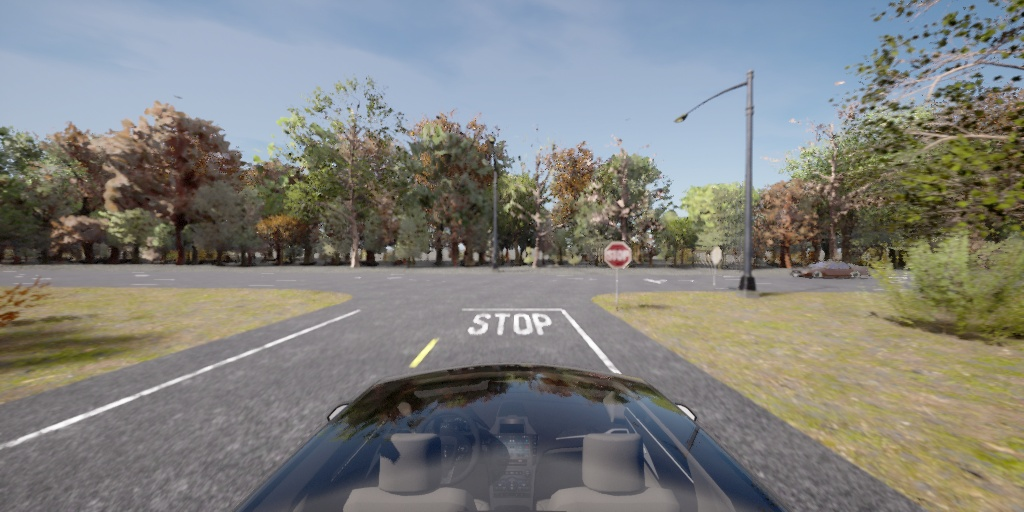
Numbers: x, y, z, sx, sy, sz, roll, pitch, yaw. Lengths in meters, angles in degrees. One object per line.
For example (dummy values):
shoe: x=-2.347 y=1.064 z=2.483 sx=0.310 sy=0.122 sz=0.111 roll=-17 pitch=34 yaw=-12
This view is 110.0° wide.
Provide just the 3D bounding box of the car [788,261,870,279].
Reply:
car: x=25.666 y=1.154 z=29.049 sx=5.357 sy=1.411 sz=2.033 roll=0 pitch=1 yaw=0
